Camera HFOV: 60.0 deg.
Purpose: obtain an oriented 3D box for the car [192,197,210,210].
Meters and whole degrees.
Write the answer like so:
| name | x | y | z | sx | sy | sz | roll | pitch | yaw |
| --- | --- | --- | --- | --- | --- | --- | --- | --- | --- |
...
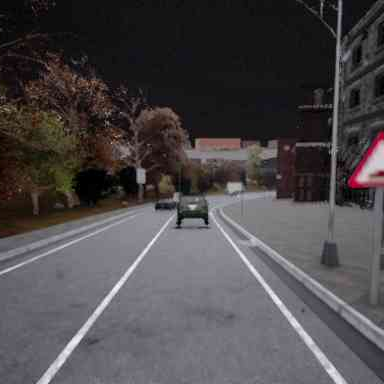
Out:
| name | x | y | z | sx | sy | sz | roll | pitch | yaw |
| --- | --- | --- | --- | --- | --- | --- | --- | --- | --- |
| car | 1.249 | 1.397 | 42.702 | 1.812 | 1.442 | 4.674 | 1 | 1 | 8 |

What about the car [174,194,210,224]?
| name | x | y | z | sx | sy | sz | roll | pitch | yaw |
| --- | --- | --- | --- | --- | --- | --- | --- | --- | --- |
| car | 0.107 | 1.170 | 24.468 | 2.150 | 2.045 | 5.566 | 0 | 0 | 1 |

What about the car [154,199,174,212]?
| name | x | y | z | sx | sy | sz | roll | pitch | yaw |
| --- | --- | --- | --- | --- | --- | --- | --- | --- | --- |
| car | -3.003 | 1.486 | 38.050 | 1.895 | 1.301 | 4.718 | 0 | 1 | 5 |

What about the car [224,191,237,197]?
| name | x | y | z | sx | sy | sz | roll | pitch | yaw |
| --- | --- | --- | --- | --- | --- | --- | --- | --- | --- |
| car | 8.993 | 0.377 | 77.179 | 1.812 | 1.442 | 4.674 | 3 | 3 | 27 |
